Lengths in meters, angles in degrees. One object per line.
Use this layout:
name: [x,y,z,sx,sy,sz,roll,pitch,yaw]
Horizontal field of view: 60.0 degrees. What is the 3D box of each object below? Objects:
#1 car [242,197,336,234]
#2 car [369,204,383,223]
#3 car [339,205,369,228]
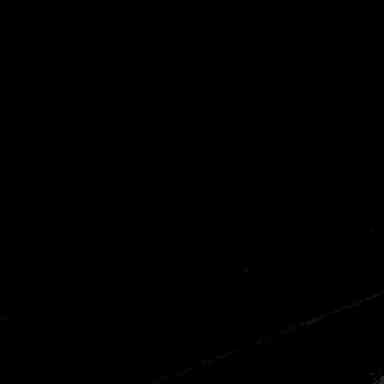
car: [5.650,1.369,20.872,2.435,2.045,5.566,1,-1,-39]
car: [13.992,1.816,28.116,2.231,1.521,4.892,1,-1,-42]
car: [9.823,1.738,24.396,2.163,1.488,4.792,1,-1,-40]
